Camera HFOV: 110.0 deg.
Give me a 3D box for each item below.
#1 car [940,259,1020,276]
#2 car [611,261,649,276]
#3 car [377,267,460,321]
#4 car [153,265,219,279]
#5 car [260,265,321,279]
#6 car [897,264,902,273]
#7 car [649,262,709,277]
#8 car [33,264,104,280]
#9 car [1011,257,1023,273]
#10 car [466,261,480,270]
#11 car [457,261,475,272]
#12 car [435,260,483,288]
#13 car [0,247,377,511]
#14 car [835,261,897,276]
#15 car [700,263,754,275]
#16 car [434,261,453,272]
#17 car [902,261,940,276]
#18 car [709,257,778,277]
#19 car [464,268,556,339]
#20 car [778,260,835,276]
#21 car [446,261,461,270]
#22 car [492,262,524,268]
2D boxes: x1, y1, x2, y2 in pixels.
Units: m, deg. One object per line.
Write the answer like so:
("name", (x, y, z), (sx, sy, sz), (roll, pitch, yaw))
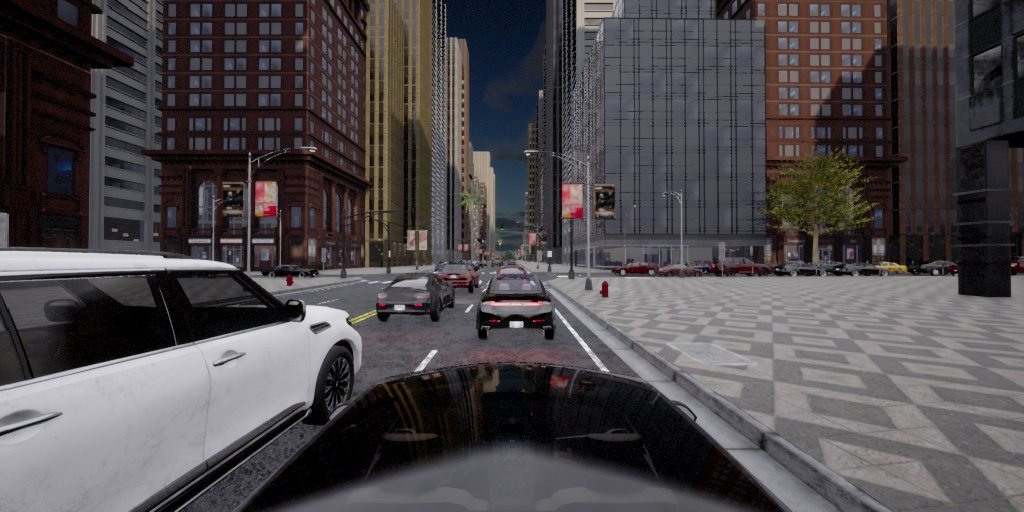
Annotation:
("car", (43.484, 1.211, 33.379), (4.507, 1.381, 1.888), (0, 0, -1))
("car", (13.243, 1.297, 38.675), (5.008, 1.535, 1.882), (0, -1, -2))
("car", (-3.157, 1.288, 12.369), (1.812, 1.442, 4.674), (0, 0, 0))
("car", (-31.642, 1.570, 34.926), (4.718, 1.301, 1.895), (0, -1, 0))
("car", (-21.477, 1.523, 34.923), (4.718, 1.301, 1.895), (0, -1, 0))
("car", (43.182, 1.293, 41.900), (4.829, 1.417, 1.751), (0, 0, -1))
("car", (15.296, 1.326, 32.922), (4.207, 1.307, 1.802), (0, 0, -1))
("car", (-43.112, 1.548, 34.935), (4.674, 1.442, 1.812), (0, -1, 0))
("car", (49.123, 0.970, 33.470), (5.009, 1.841, 2.192), (0, 0, -1))
("car", (-6.616, 1.560, 61.278), (1.812, 1.442, 4.674), (0, 0, 0))
("car", (-6.630, 1.462, 52.178), (2.128, 1.511, 4.902), (0, 0, 0))
("car", (-3.162, 1.141, 21.522), (2.097, 1.767, 4.553), (0, 0, 0))
("car", (-3.155, 0.972, 2.587), (2.150, 2.045, 5.566), (0, 0, 0))
("car", (32.208, 1.258, 33.196), (4.313, 1.339, 1.948), (0, 0, -1))
("car", (23.160, 1.387, 38.822), (4.718, 1.301, 1.895), (0, -1, -1))
("car", (-9.871, 1.495, 51.901), (1.812, 1.442, 4.674), (0, 0, 0))
("car", (42.832, 1.204, 35.994), (4.892, 1.490, 1.837), (0, -1, -1))
("car", (20.934, 1.039, 33.014), (5.009, 1.841, 2.192), (0, 0, -1))
("car", (0.093, 1.248, 10.056), (2.128, 1.511, 4.902), (0, 0, 0))
("car", (26.571, 1.274, 33.105), (4.313, 1.339, 1.948), (0, 0, -1))
("car", (-9.866, 1.557, 60.823), (1.812, 1.442, 4.674), (0, 0, 0))
("car", (-0.012, 1.260, 19.556), (1.882, 1.535, 5.008), (0, 0, 0))
